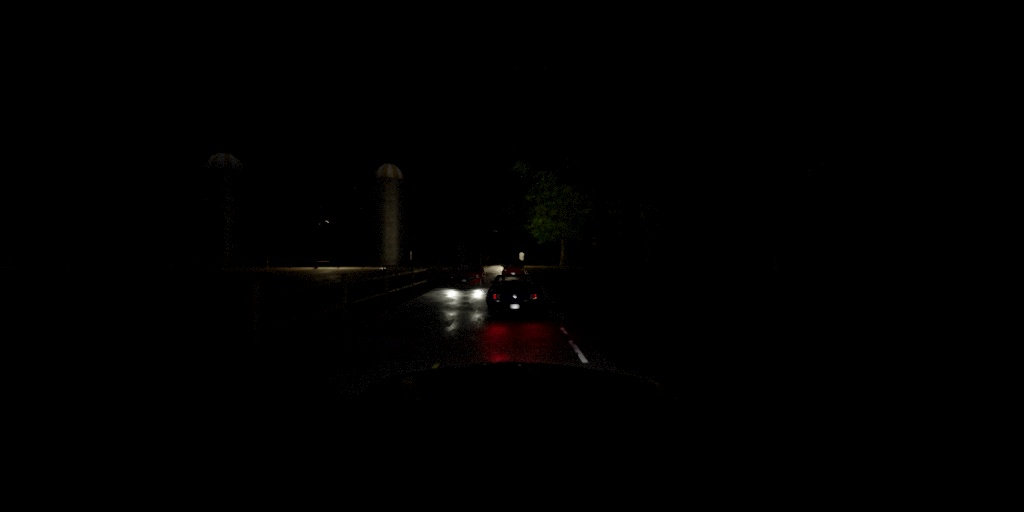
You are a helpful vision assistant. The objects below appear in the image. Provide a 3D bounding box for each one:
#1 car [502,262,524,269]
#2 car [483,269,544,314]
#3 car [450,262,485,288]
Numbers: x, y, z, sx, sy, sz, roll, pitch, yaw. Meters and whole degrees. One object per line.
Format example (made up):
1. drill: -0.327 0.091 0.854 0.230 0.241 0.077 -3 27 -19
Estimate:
1. car: 0.090 1.233 30.843 1.812 1.442 4.674 0 0 0
2. car: 0.097 1.331 13.755 1.895 1.301 4.718 0 0 0
3. car: -2.857 1.192 23.906 1.882 1.535 5.008 0 0 0
